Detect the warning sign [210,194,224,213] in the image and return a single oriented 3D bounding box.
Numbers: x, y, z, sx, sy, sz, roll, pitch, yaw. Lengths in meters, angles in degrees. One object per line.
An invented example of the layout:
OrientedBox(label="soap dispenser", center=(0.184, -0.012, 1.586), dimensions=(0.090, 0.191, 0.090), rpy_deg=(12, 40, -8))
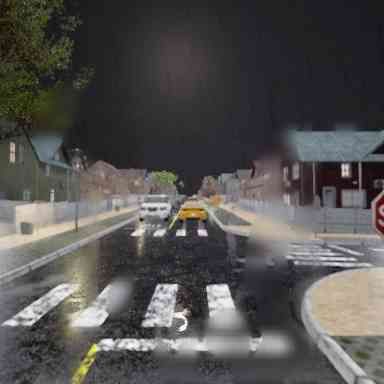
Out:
OrientedBox(label="warning sign", center=(2.467, 1.130, 33.224), dimensions=(1.300, 1.860, 1.060), rpy_deg=(-2, -2, 0))

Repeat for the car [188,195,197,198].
OrientedBox(label="car", center=(0.015, 1.555, 56.790), dimensions=(1.837, 1.490, 4.892), rpy_deg=(0, 0, 0))

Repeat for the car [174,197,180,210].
OrientedBox(label="car", center=(-2.874, 1.529, 42.902), dimensions=(1.837, 1.490, 4.892), rpy_deg=(0, 0, 0))

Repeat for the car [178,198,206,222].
OrientedBox(label="car", center=(0.080, 1.486, 26.454), dimensions=(1.882, 1.535, 5.008), rpy_deg=(0, 0, 0))

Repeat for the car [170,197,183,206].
OrientedBox(label="car", center=(-2.793, 1.657, 60.564), dimensions=(2.033, 1.411, 5.357), rpy_deg=(0, 0, 0))

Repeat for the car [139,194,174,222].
OrientedBox(label="car", center=(-2.868, 1.229, 26.818), dimensions=(2.150, 2.045, 5.566), rpy_deg=(0, 0, 0))
